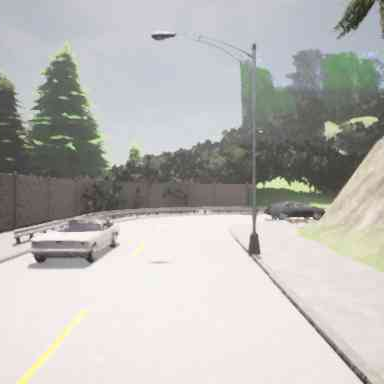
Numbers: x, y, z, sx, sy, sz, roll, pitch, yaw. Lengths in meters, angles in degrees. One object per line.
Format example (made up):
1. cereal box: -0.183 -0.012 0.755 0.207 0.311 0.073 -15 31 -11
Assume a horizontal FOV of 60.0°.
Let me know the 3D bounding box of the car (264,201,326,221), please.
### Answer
1. car: 8.334 1.501 26.953 4.902 1.511 2.128 0 0 -8

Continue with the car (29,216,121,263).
1. car: -4.000 1.605 12.160 1.895 1.301 4.718 0 0 0
